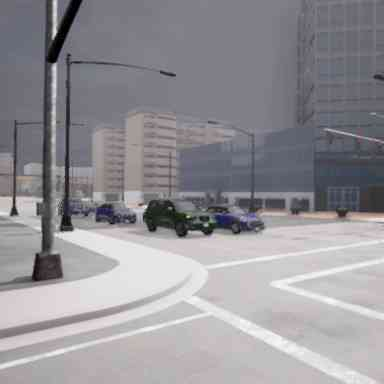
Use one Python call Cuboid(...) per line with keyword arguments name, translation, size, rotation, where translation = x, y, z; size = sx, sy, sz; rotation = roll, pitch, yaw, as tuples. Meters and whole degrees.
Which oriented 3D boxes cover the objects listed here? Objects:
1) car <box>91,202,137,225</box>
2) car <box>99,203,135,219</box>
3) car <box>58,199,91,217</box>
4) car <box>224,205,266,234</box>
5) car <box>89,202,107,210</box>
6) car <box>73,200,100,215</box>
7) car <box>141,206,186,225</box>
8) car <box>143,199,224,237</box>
Cuboid(name="car", translation=(-6.367, 1.714, 27.795), size=(2.097, 1.767, 4.553), rotation=(1, -1, -36))
Cuboid(name="car", translation=(-8.280, 2.014, 36.397), size=(2.128, 1.511, 4.902), rotation=(1, -1, -36))
Cuboid(name="car", translation=(-13.421, 1.760, 37.538), size=(2.150, 2.045, 5.566), rotation=(1, -2, -36))
Cuboid(name="car", translation=(2.553, 1.636, 21.455), size=(2.097, 1.767, 4.553), rotation=(1, -1, -36))
Cuboid(name="car", translation=(-17.311, 2.542, 61.090), size=(1.994, 1.385, 4.181), rotation=(1, -1, -36))
Cuboid(name="car", translation=(-14.227, 2.023, 44.658), size=(2.097, 1.767, 4.553), rotation=(1, -1, -36))
Cuboid(name="car", translation=(-2.522, 1.946, 28.446), size=(1.994, 1.385, 4.181), rotation=(1, -1, -36))
Cuboid(name="car", translation=(-0.852, 1.470, 20.192), size=(2.150, 2.045, 5.566), rotation=(1, -1, -36))
